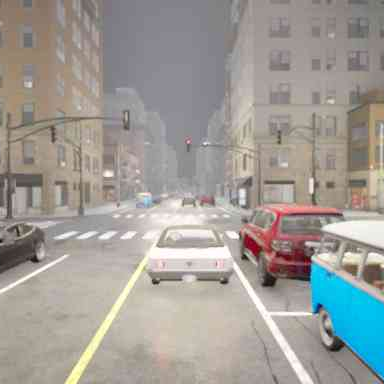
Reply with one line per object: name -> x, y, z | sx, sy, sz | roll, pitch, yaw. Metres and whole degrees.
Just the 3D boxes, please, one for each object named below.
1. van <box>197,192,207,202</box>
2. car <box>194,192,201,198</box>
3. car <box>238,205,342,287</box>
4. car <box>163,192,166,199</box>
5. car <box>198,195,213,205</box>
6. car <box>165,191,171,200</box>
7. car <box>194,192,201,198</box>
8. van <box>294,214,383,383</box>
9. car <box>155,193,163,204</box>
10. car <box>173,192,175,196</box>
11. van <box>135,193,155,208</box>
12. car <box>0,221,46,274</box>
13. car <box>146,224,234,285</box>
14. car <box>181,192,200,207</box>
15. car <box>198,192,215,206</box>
van -> 1.939, 0.882, 62.648 | 1.690, 1.788, 3.998 | 0, 0, -1
car -> 1.582, 0.864, 89.847 | 1.752, 1.417, 4.829 | 0, 0, -1
car -> 2.540, 1.249, 9.063 | 2.192, 1.841, 5.009 | 0, 0, -1
car -> -6.088, 1.127, 57.143 | 1.887, 1.381, 4.507 | 0, 0, -1
car -> 2.081, 1.171, 51.838 | 2.008, 1.369, 4.403 | 0, 0, -1
car -> -6.280, 0.989, 73.191 | 1.752, 1.417, 4.829 | 0, 0, -1
car -> 1.513, 0.740, 95.082 | 1.967, 1.590, 4.097 | 0, 0, -1
van -> 2.608, 1.314, 3.552 | 1.690, 1.788, 3.998 | 0, 0, -1
car -> -6.023, 1.188, 51.738 | 1.947, 1.339, 4.313 | 0, 0, -1
car -> -6.476, 0.657, 89.576 | 2.192, 1.841, 5.009 | 0, 0, -1
van -> -5.894, 1.043, 40.925 | 1.690, 1.788, 3.998 | 0, 0, -1
car -> -5.484, 1.501, 8.966 | 1.947, 1.339, 4.313 | 0, 0, -1
car -> -0.051, 1.533, 9.275 | 1.895, 1.301, 4.718 | 0, 0, 0
car -> -0.438, 1.161, 45.195 | 2.128, 1.511, 4.902 | 0, 0, -1
car -> 2.152, 0.975, 46.431 | 2.192, 1.841, 5.009 | 0, 0, -1
